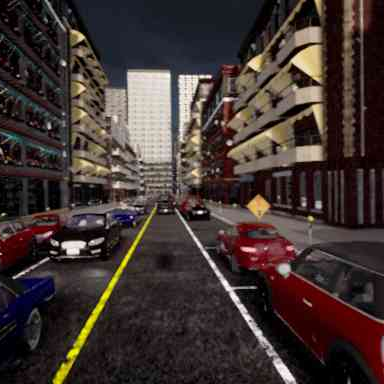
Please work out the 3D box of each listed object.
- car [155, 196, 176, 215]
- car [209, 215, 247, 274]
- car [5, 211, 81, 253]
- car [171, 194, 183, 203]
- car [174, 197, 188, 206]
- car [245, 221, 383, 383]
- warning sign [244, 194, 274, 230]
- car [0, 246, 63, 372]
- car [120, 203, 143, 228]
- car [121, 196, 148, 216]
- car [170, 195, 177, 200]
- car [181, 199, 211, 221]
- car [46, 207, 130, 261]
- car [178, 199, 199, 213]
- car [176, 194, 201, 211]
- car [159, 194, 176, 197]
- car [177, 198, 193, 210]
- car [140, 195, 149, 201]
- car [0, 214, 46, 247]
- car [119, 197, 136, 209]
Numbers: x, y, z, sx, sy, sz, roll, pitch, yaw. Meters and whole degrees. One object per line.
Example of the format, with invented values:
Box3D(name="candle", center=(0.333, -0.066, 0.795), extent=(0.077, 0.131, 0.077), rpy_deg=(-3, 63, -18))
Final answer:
Box3D(name="car", center=(-2.738, 1.524, 34.710), extent=(1.837, 1.490, 4.892), rpy_deg=(-1, 0, -4))
Box3D(name="car", center=(1.814, 1.546, 10.216), extent=(1.802, 1.307, 4.206), rpy_deg=(-2, 0, -5))
Box3D(name="car", center=(-6.500, 1.675, 15.072), extent=(1.802, 1.307, 4.206), rpy_deg=(-2, 0, -5))
Box3D(name="car", center=(-3.246, 1.309, 71.045), extent=(2.192, 1.841, 5.009), rpy_deg=(-2, 0, -5))
Box3D(name="car", center=(-1.862, 1.553, 54.455), extent=(1.947, 1.339, 4.313), rpy_deg=(-2, 0, -5))
Box3D(name="car", center=(2.273, 1.401, 4.686), extent=(1.967, 1.590, 4.097), rpy_deg=(-2, 0, -5))
Box3D(name="warning sign", center=(3.574, 1.045, 17.846), extent=(1.300, 1.860, 1.060), rpy_deg=(0, 1, -5))
Box3D(name="car", center=(-3.037, 1.647, 3.343), extent=(1.895, 1.301, 4.718), rpy_deg=(-1, 0, -5))
Box3D(name="car", center=(-4.649, 1.658, 22.728), extent=(1.895, 1.301, 4.718), rpy_deg=(-1, 0, -5))
Box3D(name="car", center=(-5.531, 1.552, 33.879), extent=(2.128, 1.511, 4.902), rpy_deg=(-1, 0, -4))
Box3D(name="car", center=(-5.074, 1.583, 93.165), extent=(1.802, 1.307, 4.206), rpy_deg=(-2, 0, -5))
Box3D(name="car", center=(0.432, 1.539, 26.805), extent=(1.947, 1.339, 4.313), rpy_deg=(-2, 0, -5))
Box3D(name="car", center=(-3.808, 1.543, 12.532), extent=(2.128, 1.511, 4.902), rpy_deg=(-1, 0, -5))
Box3D(name="car", center=(-0.486, 1.530, 37.865), extent=(2.008, 1.369, 4.403), rpy_deg=(-2, 0, -5))
Box3D(name="car", center=(-0.034, 1.292, 32.334), extent=(2.192, 1.841, 5.009), rpy_deg=(-2, 0, -5))
Box3D(name="car", center=(-3.804, 1.248, 47.259), extent=(2.150, 2.045, 5.566), rpy_deg=(-1, 0, -4))
Box3D(name="car", center=(-0.944, 1.564, 43.395), extent=(1.802, 1.307, 4.206), rpy_deg=(-2, 0, -5))
Box3D(name="car", center=(-12.470, 1.565, 86.962), extent=(1.967, 1.590, 4.097), rpy_deg=(-2, 0, -5))
Box3D(name="car", center=(-6.045, 1.530, 9.541), extent=(1.967, 1.590, 4.097), rpy_deg=(-2, 0, -5))
Box3D(name="car", center=(-9.257, 1.551, 48.252), extent=(1.967, 1.590, 4.097), rpy_deg=(-2, 0, -5))
